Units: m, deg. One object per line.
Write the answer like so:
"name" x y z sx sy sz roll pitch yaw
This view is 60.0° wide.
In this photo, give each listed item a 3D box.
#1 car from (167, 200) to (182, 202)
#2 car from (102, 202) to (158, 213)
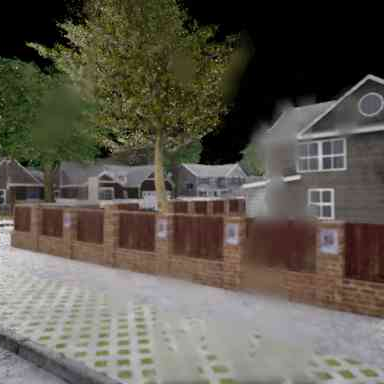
"car" -2.131 1.565 34.197 2.128 1.511 4.902 -1 -1 39
"car" -4.814 1.529 26.039 2.128 1.511 4.902 -1 -1 38
